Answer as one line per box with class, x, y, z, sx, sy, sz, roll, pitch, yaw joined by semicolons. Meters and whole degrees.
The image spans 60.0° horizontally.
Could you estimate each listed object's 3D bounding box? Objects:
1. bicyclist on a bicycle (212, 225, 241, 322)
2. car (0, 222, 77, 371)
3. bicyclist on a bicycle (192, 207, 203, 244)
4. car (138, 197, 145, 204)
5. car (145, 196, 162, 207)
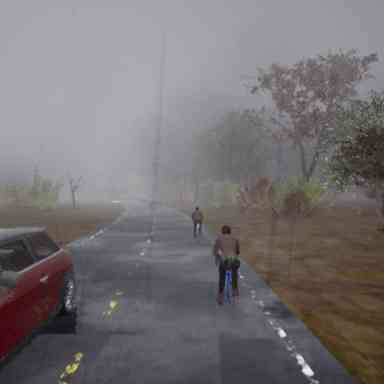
bicyclist on a bicycle;0.675;1.480;6.365;0.582;1.620;1.656;0;-1;-2
car;-3.222;1.373;4.493;2.097;1.767;4.553;0;0;-1
bicyclist on a bicycle;0.262;1.519;15.439;0.582;1.620;1.656;0;-1;-3
car;-10.582;1.821;73.038;1.882;1.535;5.008;0;0;-17
car;-6.405;1.613;56.919;2.097;1.767;4.553;0;0;-12
